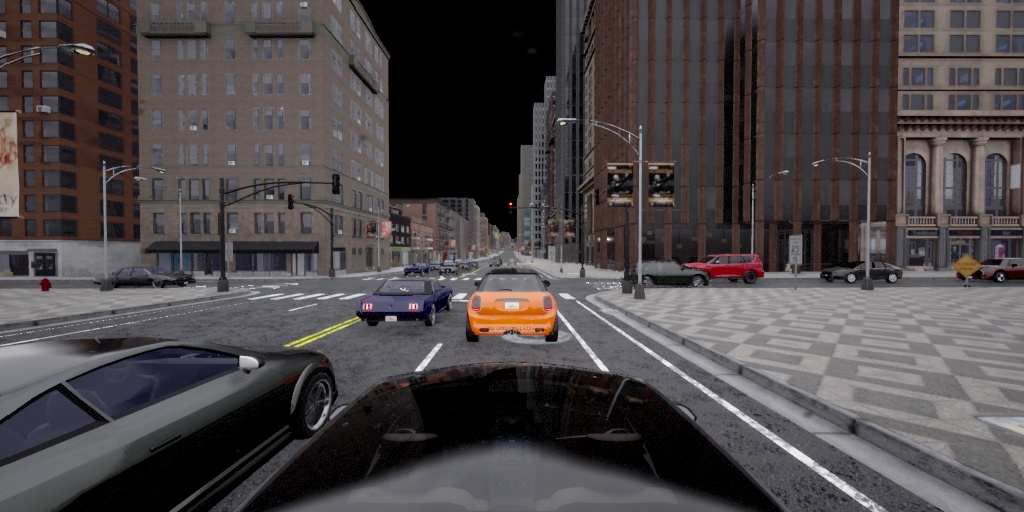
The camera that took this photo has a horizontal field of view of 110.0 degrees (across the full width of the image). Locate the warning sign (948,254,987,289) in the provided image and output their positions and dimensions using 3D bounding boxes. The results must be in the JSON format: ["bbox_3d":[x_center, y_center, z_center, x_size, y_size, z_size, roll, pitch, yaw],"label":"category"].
[{"bbox_3d":[25.178,0.827,19.839,1.060,1.860,1.300,0,0,0],"label":"warning sign"}]

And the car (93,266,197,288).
[{"bbox_3d":[-24.108,1.397,23.599,5.357,1.411,2.033,0,1,0],"label":"car"}]

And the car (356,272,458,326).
[{"bbox_3d":[-3.149,1.351,11.585,1.895,1.301,4.718,0,0,0],"label":"car"}]

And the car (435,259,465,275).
[{"bbox_3d":[-6.600,1.331,38.822,1.994,1.385,4.181,0,0,0],"label":"car"}]

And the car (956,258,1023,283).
[{"bbox_3d":[35.013,0.926,25.670,4.553,1.767,2.097,0,1,0],"label":"car"}]

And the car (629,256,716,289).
[{"bbox_3d":[9.748,1.079,22.446,4.553,1.767,2.097,0,1,1],"label":"car"}]

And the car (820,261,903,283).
[{"bbox_3d":[24.895,1.119,25.641,4.892,1.490,1.837,0,1,0],"label":"car"}]

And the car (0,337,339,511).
[{"bbox_3d":[-3.158,1.314,2.766,1.994,1.385,4.181,0,0,1],"label":"car"}]

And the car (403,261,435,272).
[{"bbox_3d":[-9.851,1.367,37.615,1.895,1.301,4.718,0,0,0],"label":"car"}]

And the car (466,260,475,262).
[{"bbox_3d":[-6.599,1.339,48.781,1.994,1.385,4.181,0,0,0],"label":"car"}]

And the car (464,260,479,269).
[{"bbox_3d":[-6.582,1.344,58.800,1.994,1.385,4.181,0,0,0],"label":"car"}]

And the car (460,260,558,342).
[{"bbox_3d":[0.010,1.101,9.933,2.097,1.767,4.553,0,0,0],"label":"car"}]

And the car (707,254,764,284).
[{"bbox_3d":[14.839,0.876,25.604,5.566,2.045,2.150,0,1,0],"label":"car"}]
